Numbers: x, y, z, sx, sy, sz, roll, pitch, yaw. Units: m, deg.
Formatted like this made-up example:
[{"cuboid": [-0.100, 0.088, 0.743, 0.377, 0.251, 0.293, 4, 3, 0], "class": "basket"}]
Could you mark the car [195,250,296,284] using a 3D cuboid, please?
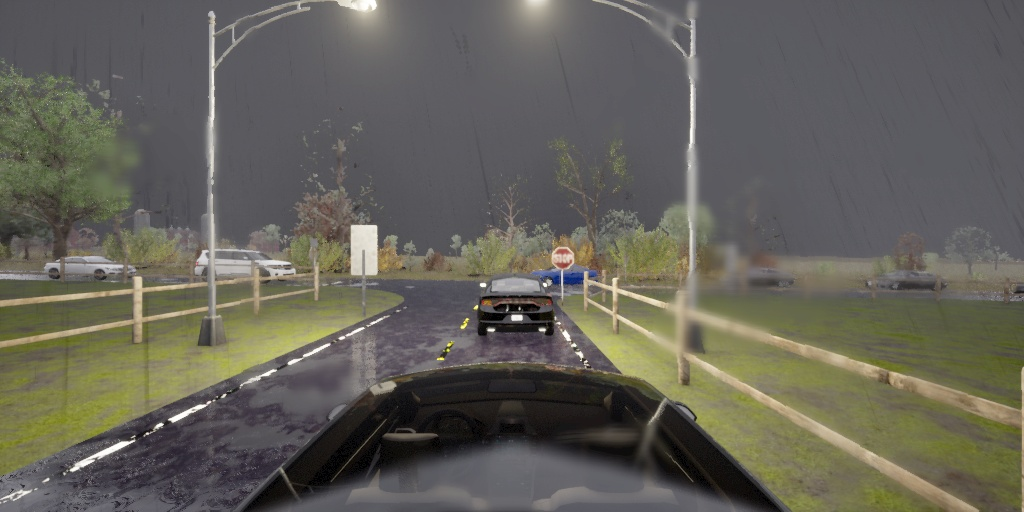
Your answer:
[{"cuboid": [-17.166, 0.644, 23.184, 5.566, 2.045, 2.150, 1, 1, 0], "class": "car"}]

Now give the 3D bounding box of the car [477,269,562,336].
[{"cuboid": [0.062, 1.226, 10.470, 1.882, 1.535, 5.008, 0, 0, -1], "class": "car"}]

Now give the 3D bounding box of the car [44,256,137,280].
[{"cuboid": [-27.214, 0.730, 23.184, 4.674, 1.442, 1.812, 1, 1, 0], "class": "car"}]

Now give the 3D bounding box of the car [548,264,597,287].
[{"cuboid": [3.419, 1.300, 24.443, 5.008, 1.535, 1.882, 1, 0, -23], "class": "car"}]

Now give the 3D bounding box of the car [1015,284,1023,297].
[{"cuboid": [35.666, 2.117, 23.185, 4.181, 1.385, 1.994, 1, 1, 0], "class": "car"}]

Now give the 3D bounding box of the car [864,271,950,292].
[{"cuboid": [28.659, 1.858, 26.131, 4.902, 1.511, 2.128, 1, 1, 0], "class": "car"}]

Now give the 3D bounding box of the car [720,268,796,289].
[{"cuboid": [17.843, 1.630, 26.135, 4.902, 1.511, 2.128, 1, 1, 0], "class": "car"}]
